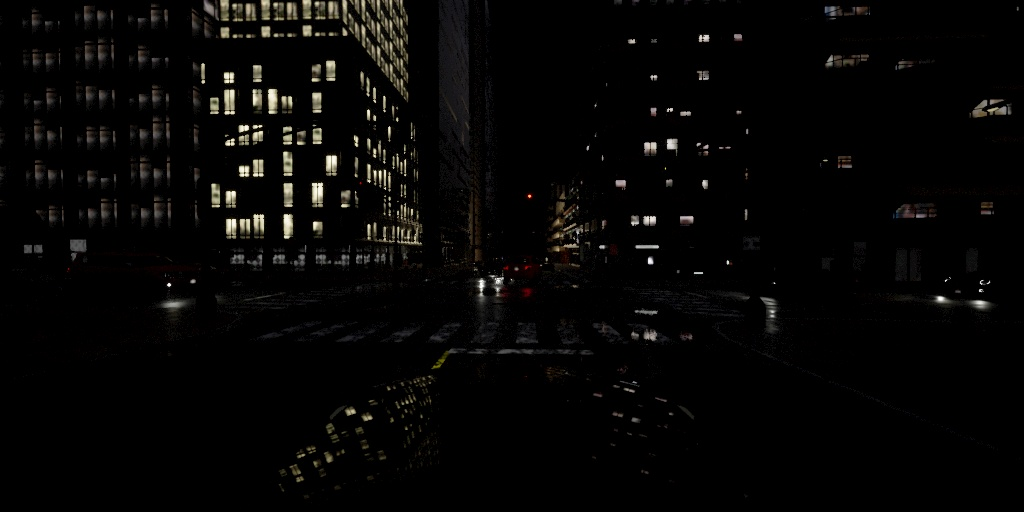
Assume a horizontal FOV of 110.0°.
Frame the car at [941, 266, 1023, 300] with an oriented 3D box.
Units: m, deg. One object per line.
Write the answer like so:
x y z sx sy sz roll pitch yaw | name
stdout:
25.374 1.290 18.477 4.553 1.767 2.097 0 1 3 | car

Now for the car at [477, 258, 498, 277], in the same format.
-1.958 1.246 34.805 1.837 1.490 4.892 0 0 2 | car

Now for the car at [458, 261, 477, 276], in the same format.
-4.478 1.266 36.910 1.751 1.417 4.829 0 0 2 | car

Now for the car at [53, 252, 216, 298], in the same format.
-18.139 0.847 17.419 5.566 2.045 2.150 1 1 3 | car

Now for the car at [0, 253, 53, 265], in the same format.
-32.875 0.713 23.960 5.009 1.841 2.192 0 0 3 | car

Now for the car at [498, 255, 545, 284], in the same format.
0.854 0.964 26.849 2.150 2.045 5.566 1 0 12 | car

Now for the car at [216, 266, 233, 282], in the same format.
-20.943 1.030 23.334 4.829 1.417 1.751 0 0 3 | car

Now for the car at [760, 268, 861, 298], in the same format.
15.530 1.382 18.975 4.674 1.442 1.812 1 1 4 | car

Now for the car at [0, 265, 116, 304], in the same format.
-19.858 1.205 14.957 4.403 1.370 2.007 0 0 3 | car

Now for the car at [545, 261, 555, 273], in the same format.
4.103 1.290 42.435 2.007 1.370 4.403 0 0 2 | car
